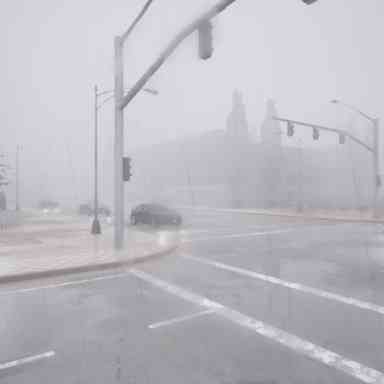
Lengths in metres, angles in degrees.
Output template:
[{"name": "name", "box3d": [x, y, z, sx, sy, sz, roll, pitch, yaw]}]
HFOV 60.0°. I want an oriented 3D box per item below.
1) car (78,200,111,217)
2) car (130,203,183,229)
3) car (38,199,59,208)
[{"name": "car", "box3d": [-9.339, 1.523, 31.638, 1.812, 1.442, 4.674, 0, 0, -36]}, {"name": "car", "box3d": [-2.467, 1.502, 22.010, 1.837, 1.490, 4.892, 0, 0, -36]}, {"name": "car", "box3d": [-20.271, 1.598, 46.952, 1.895, 1.301, 4.718, 0, 0, -35]}]
